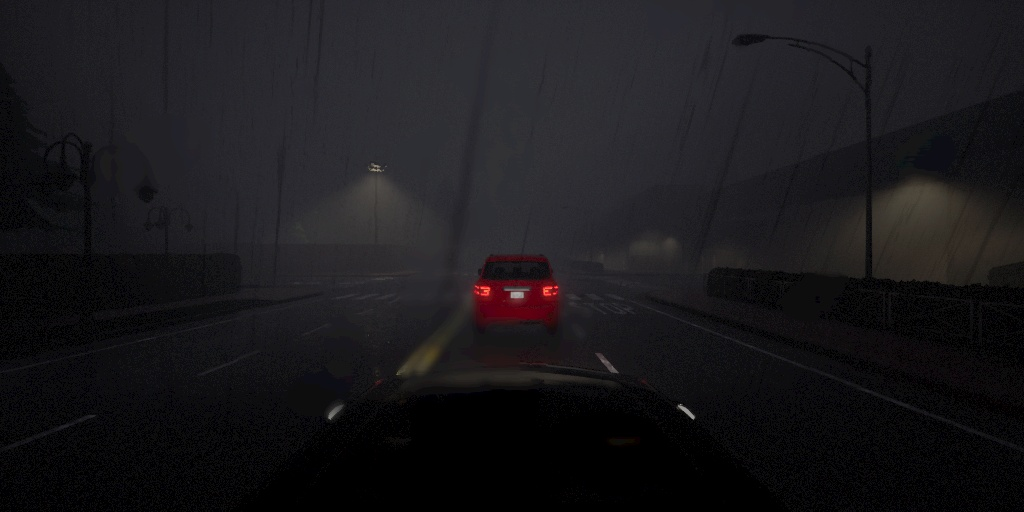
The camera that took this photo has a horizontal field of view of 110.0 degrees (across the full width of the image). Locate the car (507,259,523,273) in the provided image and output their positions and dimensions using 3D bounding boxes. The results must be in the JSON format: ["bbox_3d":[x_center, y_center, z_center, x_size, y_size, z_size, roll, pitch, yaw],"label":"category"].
[{"bbox_3d":[0.360,1.228,45.602,1.882,1.535,5.008,0,0,1],"label":"car"}]

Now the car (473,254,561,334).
[{"bbox_3d":[0.122,0.971,10.749,2.150,2.045,5.566,0,0,0],"label":"car"}]
